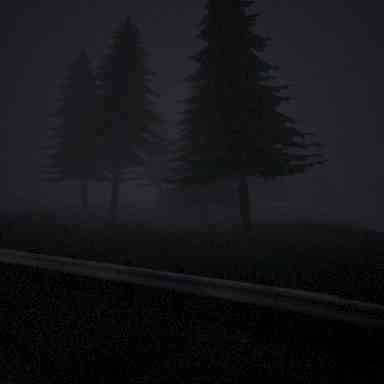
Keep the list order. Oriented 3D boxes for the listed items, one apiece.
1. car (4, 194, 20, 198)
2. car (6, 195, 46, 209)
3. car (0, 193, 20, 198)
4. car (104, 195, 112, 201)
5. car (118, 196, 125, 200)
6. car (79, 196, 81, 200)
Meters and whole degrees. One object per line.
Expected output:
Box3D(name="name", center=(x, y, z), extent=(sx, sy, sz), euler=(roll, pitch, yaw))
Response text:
Box3D(name="car", center=(-25.116, 1.504, 49.989), extent=(1.837, 1.490, 4.892), euler=(0, 0, 15))
Box3D(name="car", center=(-22.560, 1.547, 46.089), extent=(2.033, 1.411, 5.357), euler=(0, 0, 16))
Box3D(name="car", center=(-38.980, 1.225, 71.219), extent=(2.150, 2.045, 5.566), euler=(0, 0, 5))
Box3D(name="car", center=(-22.220, 1.525, 88.247), extent=(2.128, 1.511, 4.902), euler=(0, 0, -10))
Box3D(name="car", center=(-18.529, 1.595, 86.902), extent=(1.895, 1.301, 4.718), euler=(0, 0, -10))
Box3D(name="car", center=(-29.656, 1.595, 90.481), extent=(1.895, 1.301, 4.718), euler=(0, 0, -14))
